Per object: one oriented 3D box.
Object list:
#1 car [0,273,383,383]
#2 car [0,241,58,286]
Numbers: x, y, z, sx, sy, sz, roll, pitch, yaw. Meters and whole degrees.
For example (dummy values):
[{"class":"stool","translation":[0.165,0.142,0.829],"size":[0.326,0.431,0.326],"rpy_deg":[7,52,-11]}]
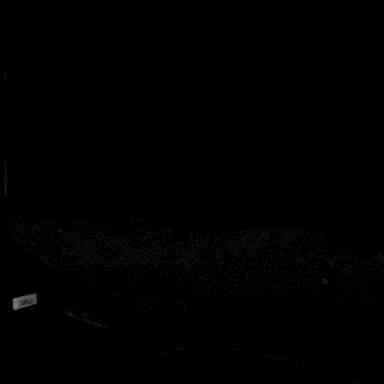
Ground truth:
[{"class":"car","translation":[0.571,1.562,2.558],"size":[4.313,1.339,1.947],"rpy_deg":[0,0,36]},{"class":"car","translation":[-3.995,1.541,5.816],"size":[4.313,1.339,1.947],"rpy_deg":[0,0,36]}]
